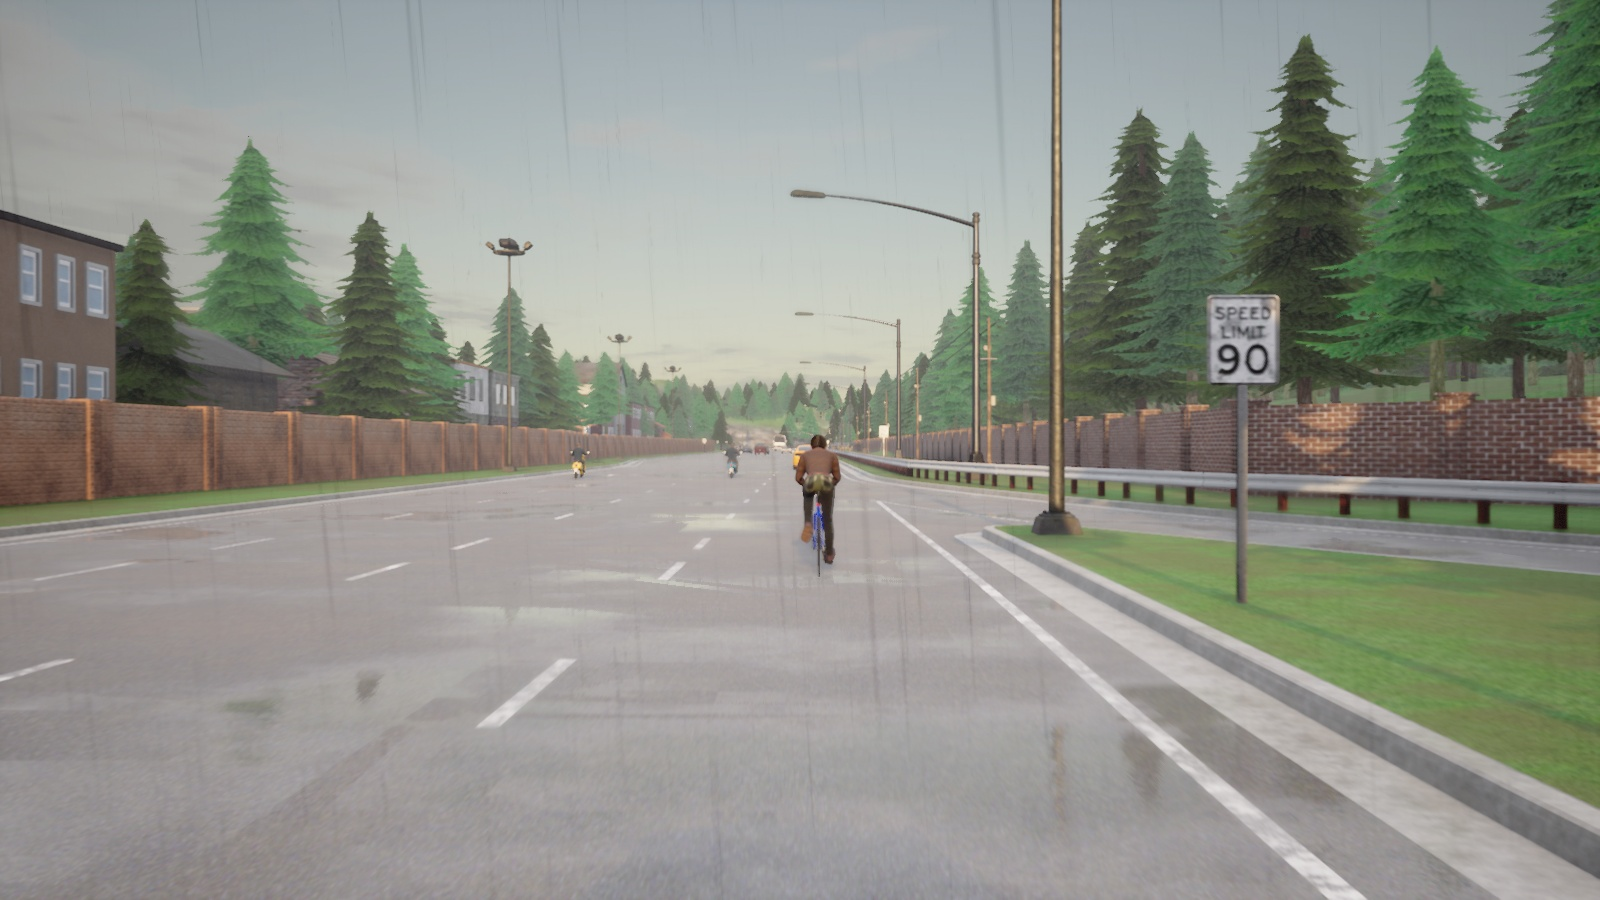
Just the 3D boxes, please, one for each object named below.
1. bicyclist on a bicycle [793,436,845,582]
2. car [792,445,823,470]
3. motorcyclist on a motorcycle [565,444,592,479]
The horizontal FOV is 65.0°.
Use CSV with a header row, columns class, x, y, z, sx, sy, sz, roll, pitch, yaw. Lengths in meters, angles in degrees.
class,x,y,z,sx,sy,sz,roll,pitch,yaw
bicyclist on a bicycle,0.219,0.651,14.746,0.582,1.620,1.656,0,0,1
car,0.492,0.465,78.931,1.882,1.535,5.008,0,0,0
motorcyclist on a motorcycle,-10.093,0.503,57.282,0.866,1.590,1.817,0,0,0
